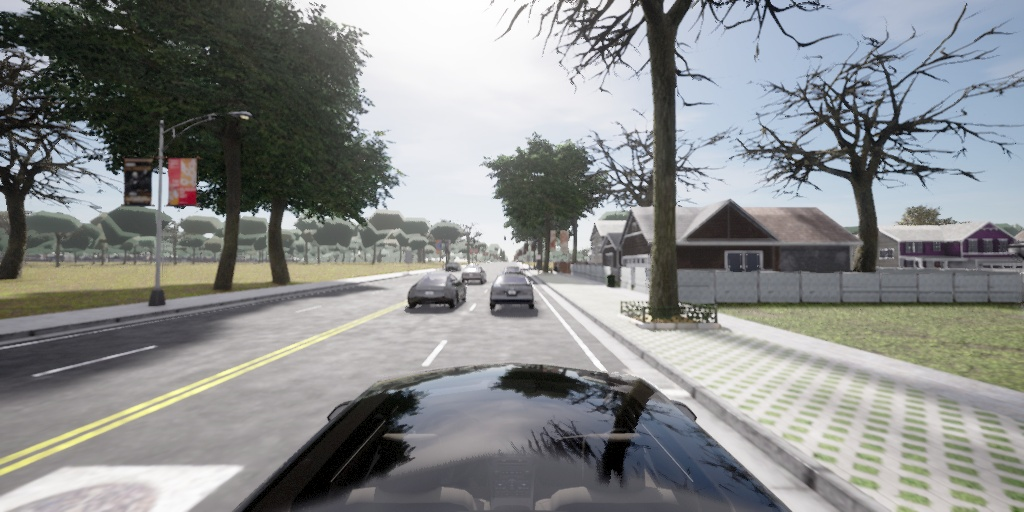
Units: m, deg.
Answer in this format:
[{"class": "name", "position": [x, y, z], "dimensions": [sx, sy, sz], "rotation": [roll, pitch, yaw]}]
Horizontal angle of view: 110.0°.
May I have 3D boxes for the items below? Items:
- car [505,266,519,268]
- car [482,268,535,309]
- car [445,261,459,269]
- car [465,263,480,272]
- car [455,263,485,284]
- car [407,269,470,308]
[{"class": "car", "position": [-0.001, 1.590, 30.850], "dimensions": [2.033, 1.411, 5.357], "rotation": [0, -1, 0]}, {"class": "car", "position": [0.000, 1.435, 15.848], "dimensions": [2.033, 1.411, 5.357], "rotation": [0, -1, 0]}, {"class": "car", "position": [-9.758, 1.694, 59.533], "dimensions": [2.097, 1.767, 4.553], "rotation": [0, 0, 0]}, {"class": "car", "position": [-6.511, 1.907, 59.317], "dimensions": [1.994, 1.385, 4.181], "rotation": [0, -1, 0]}, {"class": "car", "position": [-3.251, 1.590, 30.850], "dimensions": [2.033, 1.411, 5.357], "rotation": [0, -1, 0]}, {"class": "car", "position": [-3.244, 1.455, 16.137], "dimensions": [1.994, 1.385, 4.181], "rotation": [0, -1, 0]}]
